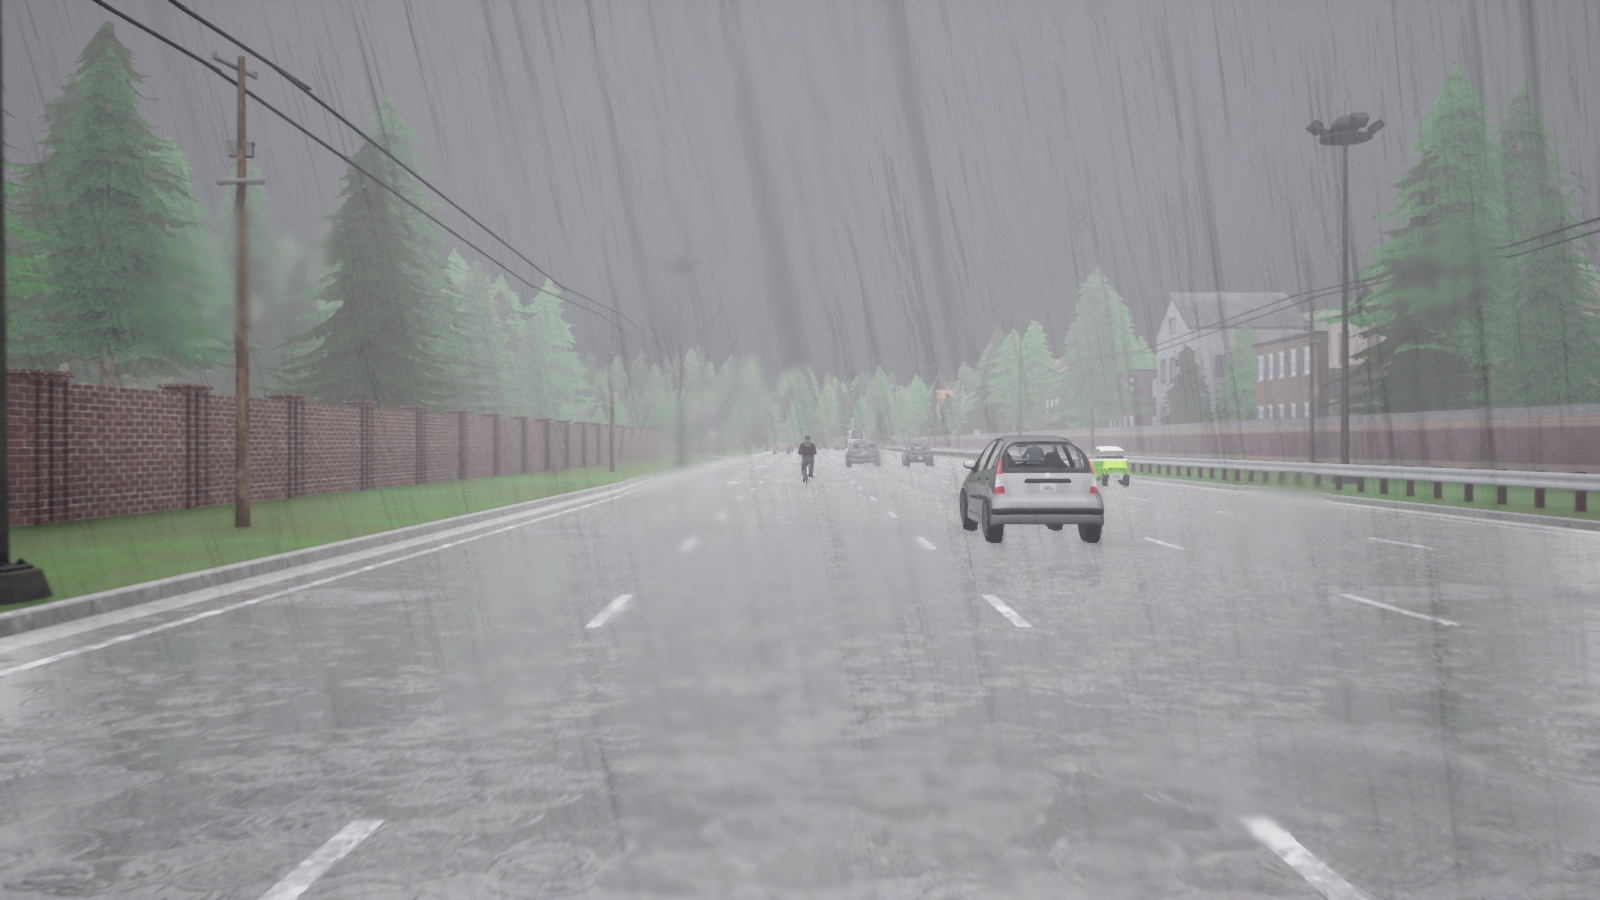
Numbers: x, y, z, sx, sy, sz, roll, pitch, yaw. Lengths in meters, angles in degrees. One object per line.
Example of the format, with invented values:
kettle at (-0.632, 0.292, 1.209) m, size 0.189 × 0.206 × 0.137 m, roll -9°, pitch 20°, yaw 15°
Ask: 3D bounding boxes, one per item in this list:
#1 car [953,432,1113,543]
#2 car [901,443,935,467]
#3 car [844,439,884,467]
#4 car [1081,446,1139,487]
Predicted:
car at (3.631, 0.533, 20.271) m, size 1.851 × 1.617 × 3.988 m, roll 0°, pitch 0°, yaw 0°
car at (7.472, 0.316, 79.874) m, size 1.816 × 1.474 × 4.193 m, roll 0°, pitch 0°, yaw 0°
car at (3.962, 0.153, 78.247) m, size 2.242 × 1.667 × 4.611 m, roll 0°, pitch 0°, yaw 0°
car at (10.765, 0.563, 43.763) m, size 1.481 × 1.376 × 2.207 m, roll 0°, pitch 1°, yaw 0°
